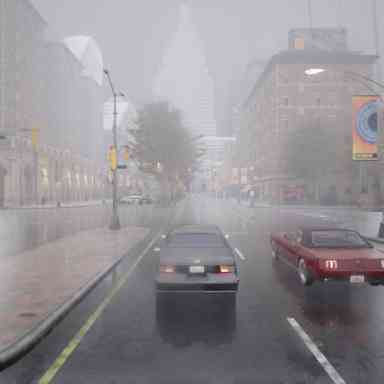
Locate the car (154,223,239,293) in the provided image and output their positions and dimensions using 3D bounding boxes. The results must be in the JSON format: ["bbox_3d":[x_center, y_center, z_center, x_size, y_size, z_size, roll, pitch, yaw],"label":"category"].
[{"bbox_3d":[0.091,1.547,8.958,2.033,1.411,5.357,0,0,0],"label":"car"}]

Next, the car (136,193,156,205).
[{"bbox_3d":[-8.125,1.491,59.227,2.128,1.511,4.902,0,0,0],"label":"car"}]

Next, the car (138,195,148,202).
[{"bbox_3d":[-11.591,1.524,79.217,1.812,1.442,4.674,0,0,0],"label":"car"}]

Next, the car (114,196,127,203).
[{"bbox_3d":[-14.829,1.595,69.203,1.895,1.301,4.718,0,0,0],"label":"car"}]

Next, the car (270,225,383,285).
[{"bbox_3d":[3.590,1.601,9.442,1.895,1.301,4.718,0,0,0],"label":"car"}]

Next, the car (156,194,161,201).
[{"bbox_3d":[-8.079,1.526,68.995,1.812,1.442,4.674,0,0,0],"label":"car"}]

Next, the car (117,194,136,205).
[{"bbox_3d":[-11.624,1.526,58.937,1.812,1.442,4.674,0,0,0],"label":"car"}]
